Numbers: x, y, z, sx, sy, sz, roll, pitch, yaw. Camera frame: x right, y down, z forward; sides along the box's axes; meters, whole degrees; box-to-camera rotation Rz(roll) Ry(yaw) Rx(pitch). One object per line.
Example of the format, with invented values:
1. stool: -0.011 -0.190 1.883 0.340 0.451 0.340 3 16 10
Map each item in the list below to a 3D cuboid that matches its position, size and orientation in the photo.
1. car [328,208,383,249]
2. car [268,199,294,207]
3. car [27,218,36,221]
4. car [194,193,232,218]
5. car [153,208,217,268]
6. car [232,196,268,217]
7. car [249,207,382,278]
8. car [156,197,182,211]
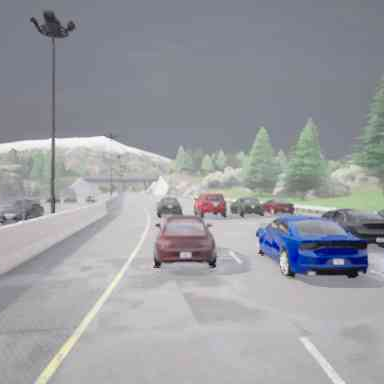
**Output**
1. car: 6.566 1.466 14.269 1.837 1.490 4.892 0 0 -4
2. car: 8.155 1.386 32.311 1.882 1.535 5.008 0 0 -8
3. car: -12.088 1.410 23.951 2.128 1.511 4.902 0 0 -7
4. car: 1.530 1.133 29.376 2.150 2.045 5.566 0 0 -8
5. car: -0.262 1.491 11.085 1.812 1.442 4.674 0 0 -3
6. car: 4.891 1.264 30.344 2.097 1.767 4.553 0 0 -8
7. car: 3.284 1.449 10.128 1.882 1.535 5.008 0 0 -2
8. car: -2.124 1.259 30.010 2.097 1.767 4.553 0 0 -8
